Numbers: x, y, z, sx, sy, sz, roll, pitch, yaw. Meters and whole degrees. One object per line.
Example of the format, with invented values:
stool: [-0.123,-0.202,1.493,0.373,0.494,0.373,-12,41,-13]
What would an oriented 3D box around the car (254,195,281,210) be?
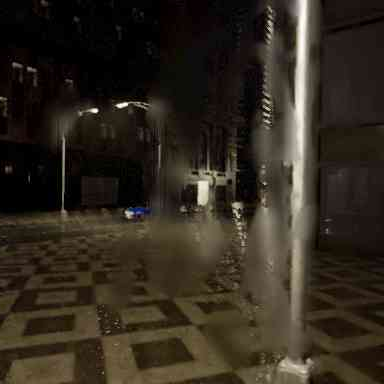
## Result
car: [10.872,1.435,47.577,2.150,2.045,5.566,1,0,36]

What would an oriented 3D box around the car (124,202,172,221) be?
car: [-3.506,1.560,27.487,1.812,1.442,4.674,1,0,35]
